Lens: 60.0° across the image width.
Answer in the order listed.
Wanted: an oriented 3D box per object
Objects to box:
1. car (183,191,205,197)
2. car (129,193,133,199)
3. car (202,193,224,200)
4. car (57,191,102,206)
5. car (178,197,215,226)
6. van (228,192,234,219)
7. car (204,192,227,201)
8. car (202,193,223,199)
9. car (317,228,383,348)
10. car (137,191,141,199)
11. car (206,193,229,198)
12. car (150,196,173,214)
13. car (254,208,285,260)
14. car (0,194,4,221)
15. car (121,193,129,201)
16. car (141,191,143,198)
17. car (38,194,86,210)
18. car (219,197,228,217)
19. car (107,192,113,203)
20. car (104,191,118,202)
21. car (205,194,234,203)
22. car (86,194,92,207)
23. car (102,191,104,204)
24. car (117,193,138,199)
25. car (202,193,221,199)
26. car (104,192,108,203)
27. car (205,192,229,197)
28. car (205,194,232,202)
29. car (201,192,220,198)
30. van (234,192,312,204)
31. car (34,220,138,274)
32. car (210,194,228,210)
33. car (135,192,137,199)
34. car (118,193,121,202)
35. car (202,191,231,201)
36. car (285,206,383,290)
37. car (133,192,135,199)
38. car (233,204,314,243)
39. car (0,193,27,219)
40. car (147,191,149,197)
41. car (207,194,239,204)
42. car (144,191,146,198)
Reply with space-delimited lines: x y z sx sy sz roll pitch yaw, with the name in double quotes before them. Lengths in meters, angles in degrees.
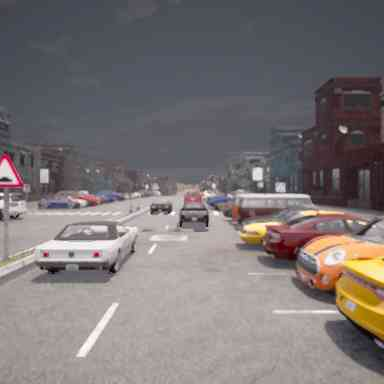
"car" 0.099 0.943 41.197 2.150 2.045 5.566 0 1 0
"car" -15.746 0.987 69.442 5.366 1.575 1.946 0 0 0
"car" 4.805 0.953 77.082 4.892 1.521 2.231 0 0 0
"car" -15.511 0.946 44.627 5.566 2.045 2.435 0 1 0
"car" 0.118 1.353 21.983 2.128 1.511 4.902 0 1 0
"van" 4.826 1.114 21.379 4.442 1.987 1.878 0 0 0
"car" 4.805 0.874 68.654 4.553 1.767 2.185 0 0 0
"car" 4.836 0.967 79.861 4.792 1.488 2.163 0 0 0
"car" 4.705 1.447 4.703 5.008 1.535 2.097 0 0 0
"car" -15.377 0.938 77.720 5.366 1.575 1.946 0 0 0
"car" 4.713 1.181 43.617 5.008 1.535 2.097 0 0 0
"car" -2.908 1.383 32.530 1.895 1.301 4.718 0 0 0
"car" 4.704 1.411 10.263 5.008 1.535 2.097 0 0 0
"car" -15.551 1.240 22.689 4.553 1.767 2.185 0 0 0
"car" -15.527 0.778 63.928 5.566 2.045 2.435 0 0 0
"car" -15.527 0.944 83.233 4.792 1.488 2.163 0 0 0
"car" -15.505 1.275 39.113 4.792 1.488 2.163 0 0 0
"car" 4.702 1.322 24.160 4.892 1.521 2.231 0 0 0
"car" -15.544 1.163 52.902 4.674 1.452 2.002 0 1 0
"car" -15.543 1.098 55.659 5.008 1.535 2.097 0 0 0
"car" 4.710 1.104 57.505 4.792 1.488 2.163 0 0 0
"car" -15.539 1.262 41.871 4.674 1.452 2.002 0 1 0
"car" -15.510 1.048 47.385 4.553 1.767 2.185 0 1 0
"car" -15.530 0.957 80.478 4.792 1.488 2.163 0 0 0
"car" 4.813 0.965 82.640 4.674 1.452 2.002 0 0 0
"car" -15.541 1.189 50.014 4.674 1.452 2.002 0 1 0
"car" 4.719 1.138 49.292 5.008 1.535 2.097 0 0 0
"car" 4.719 1.084 60.283 4.792 1.488 2.163 0 0 0
"car" 4.826 0.903 88.073 5.008 1.535 2.097 0 0 0
"van" 4.825 1.132 18.600 4.442 1.987 1.878 0 0 0
"car" -2.901 1.531 10.303 1.895 1.301 4.718 0 0 0
"car" 4.679 1.273 35.278 4.792 1.488 2.163 0 0 0
"car" -15.750 0.953 74.957 5.366 1.575 1.946 0 0 0
"car" -15.553 1.114 58.417 4.674 1.452 2.002 0 1 0
"car" 4.793 0.765 65.841 5.566 2.045 2.435 0 0 0
"car" 4.741 1.303 7.484 4.553 1.767 2.185 0 0 0
"car" -15.592 1.002 72.201 4.792 1.488 2.163 0 0 0
"car" 4.524 1.391 13.042 5.366 1.575 1.946 0 0 0
"car" -15.551 1.097 25.323 5.566 2.045 2.435 0 0 0
"car" -15.539 0.876 94.262 5.008 1.535 2.097 0 0 0
"car" 4.751 1.147 51.948 4.792 1.488 2.163 0 0 0
"car" -15.579 0.922 88.749 4.792 1.488 2.163 0 0 0
